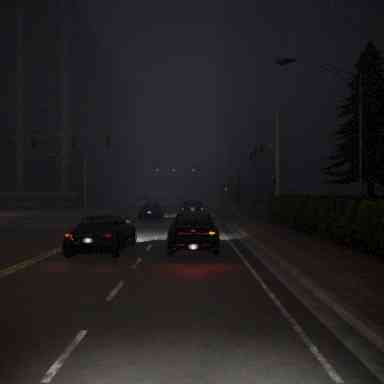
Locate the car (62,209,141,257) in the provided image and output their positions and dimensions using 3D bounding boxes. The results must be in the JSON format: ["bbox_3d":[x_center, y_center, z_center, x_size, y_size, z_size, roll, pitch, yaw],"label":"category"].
[{"bbox_3d":[-3.442,1.589,13.047,1.994,1.385,4.181,0,0,0],"label":"car"}]

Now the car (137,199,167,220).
[{"bbox_3d":[-3.441,1.620,28.880,1.994,1.385,4.181,0,0,0],"label":"car"}]

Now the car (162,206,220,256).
[{"bbox_3d":[0.058,1.530,13.162,1.837,1.490,4.892,0,0,0],"label":"car"}]

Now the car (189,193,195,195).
[{"bbox_3d":[-0.042,1.395,87.933,2.150,2.045,5.566,0,0,0],"label":"car"}]

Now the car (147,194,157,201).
[{"bbox_3d":[-10.542,1.483,88.499,2.097,1.767,4.553,0,0,0],"label":"car"}]

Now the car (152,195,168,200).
[{"bbox_3d":[-7.035,1.694,72.799,1.994,1.385,4.181,0,0,0],"label":"car"}]

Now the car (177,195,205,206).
[{"bbox_3d":[0.054,1.406,28.228,2.097,1.767,4.553,0,0,0],"label":"car"}]

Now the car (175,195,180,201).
[{"bbox_3d":[-3.542,1.724,89.065,1.994,1.385,4.181,0,0,0],"label":"car"}]

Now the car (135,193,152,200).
[{"bbox_3d":[-10.535,1.367,72.769,2.150,2.045,5.566,0,0,0],"label":"car"}]
